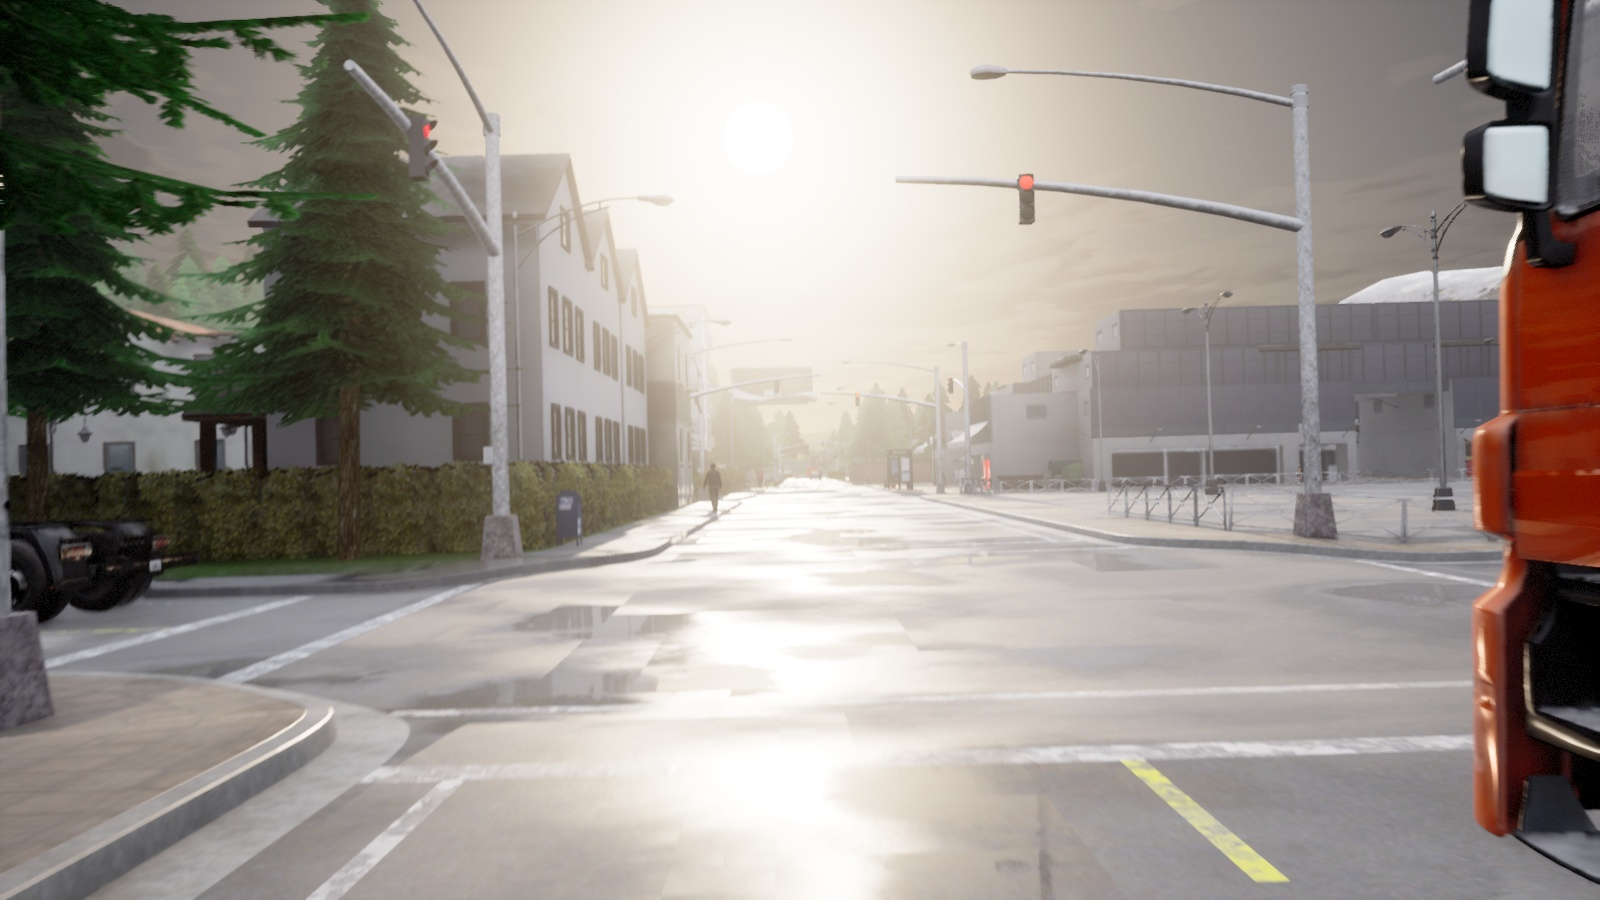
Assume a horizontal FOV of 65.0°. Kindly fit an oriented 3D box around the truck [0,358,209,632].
[{"bbox_3d":[-12.922,0.698,17.483,7.936,3.462,2.891,-2,-1,0],"label":"truck"}]

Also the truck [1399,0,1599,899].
[{"bbox_3d":[3.438,-0.237,0.149,2.891,3.462,7.936,-1,0,0],"label":"truck"}]

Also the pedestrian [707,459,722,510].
[{"bbox_3d":[-3.154,1.275,46.463,0.431,1.840,0.703,-2,-1,0],"label":"pedestrian"}]
